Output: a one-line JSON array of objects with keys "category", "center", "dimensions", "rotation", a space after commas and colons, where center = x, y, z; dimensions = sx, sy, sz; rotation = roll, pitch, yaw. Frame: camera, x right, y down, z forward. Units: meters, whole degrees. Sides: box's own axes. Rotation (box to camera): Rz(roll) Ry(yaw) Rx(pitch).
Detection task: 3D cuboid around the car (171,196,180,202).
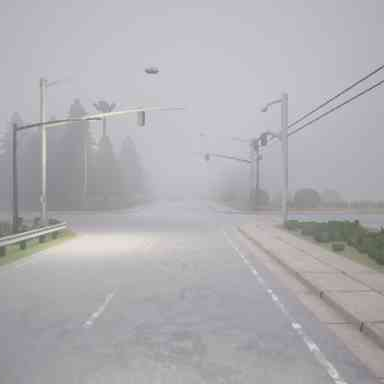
[{"category": "car", "center": [-3.500, 1.529, 72.756], "dimensions": [2.033, 1.411, 5.357], "rotation": [0, 0, 0]}]
